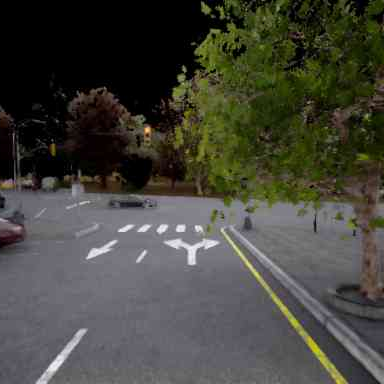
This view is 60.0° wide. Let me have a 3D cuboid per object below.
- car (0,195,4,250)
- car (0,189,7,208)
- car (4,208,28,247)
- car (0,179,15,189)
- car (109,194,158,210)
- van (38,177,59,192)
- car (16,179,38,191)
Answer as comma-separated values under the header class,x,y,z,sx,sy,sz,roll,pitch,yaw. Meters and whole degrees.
class,x,y,z,sx,sy,sz,roll,pitch,yaw
car,-8.773,1.238,9.346,5.566,2.045,2.435,-1,0,-19
car,-17.810,0.966,29.156,2.163,1.488,4.792,0,6,-15
car,-8.717,1.530,12.379,4.674,1.452,2.002,-1,0,-19
car,-26.278,-1.155,48.727,1.946,1.575,5.366,0,5,-13
car,-5.790,0.962,33.116,4.892,1.490,1.837,2,4,4
van,-20.315,-1.114,47.782,1.878,1.987,4.442,1,5,-14
car,-23.285,-1.139,48.178,2.185,1.767,4.553,0,5,-13
